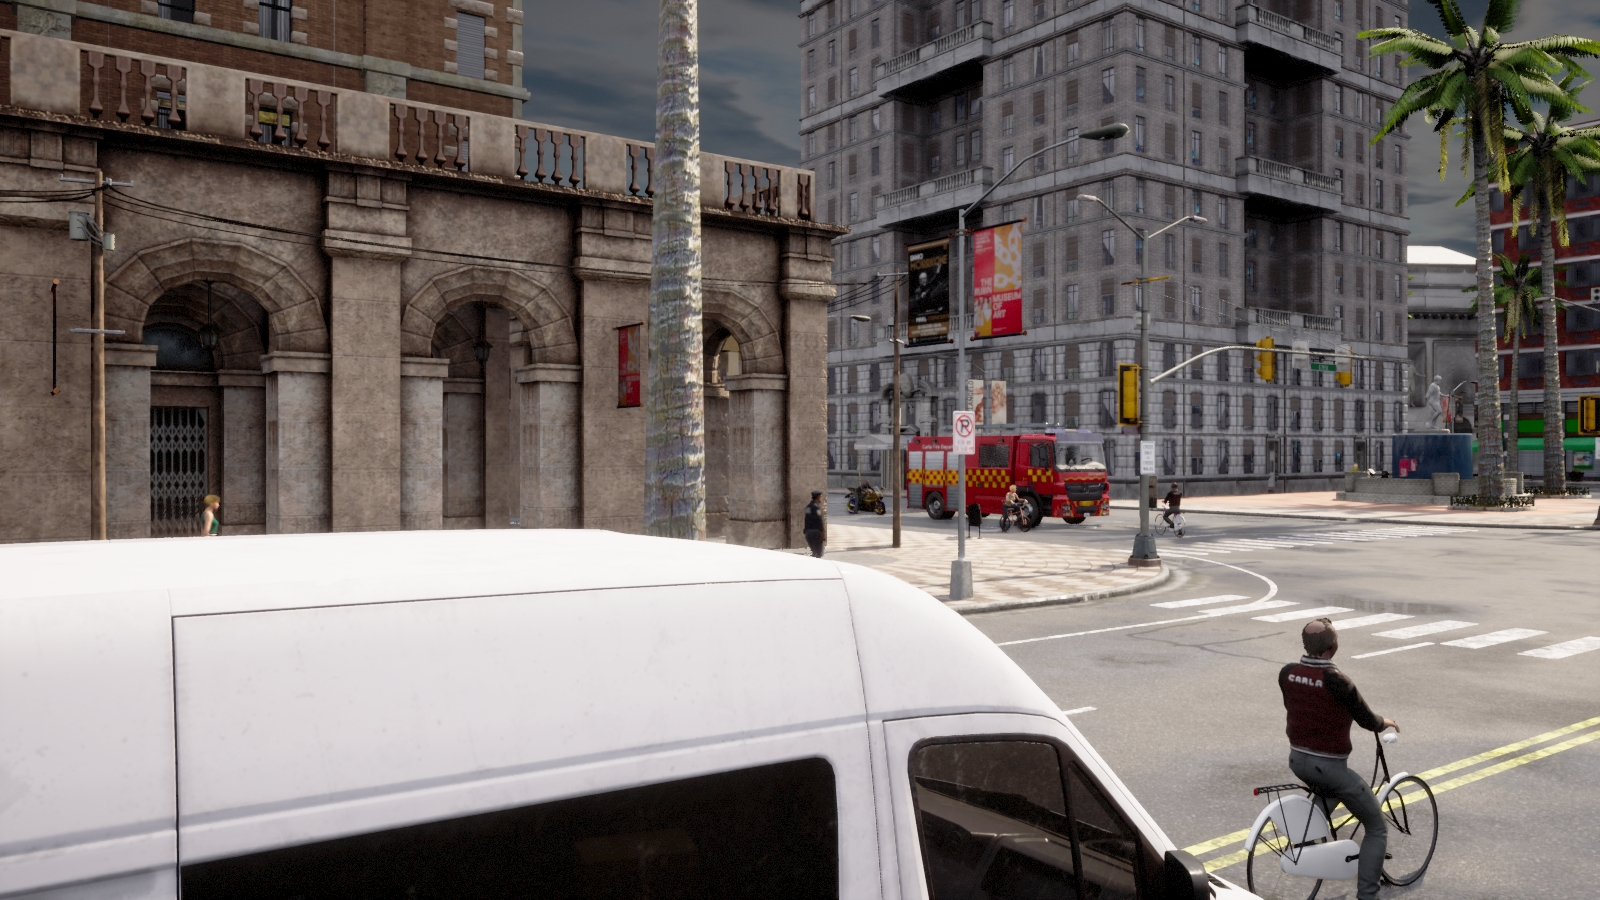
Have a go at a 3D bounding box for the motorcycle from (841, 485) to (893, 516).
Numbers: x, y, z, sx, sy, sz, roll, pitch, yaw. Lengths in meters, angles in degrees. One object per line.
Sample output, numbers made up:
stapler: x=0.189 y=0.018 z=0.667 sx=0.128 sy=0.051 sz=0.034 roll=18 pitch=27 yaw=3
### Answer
motorcycle: x=2.904 y=2.205 z=49.916 sx=2.209 sy=1.251 sz=0.867 roll=0 pitch=0 yaw=42

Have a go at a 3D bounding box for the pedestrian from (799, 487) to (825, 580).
pedestrian: x=0.242 y=1.696 z=23.358 sx=0.375 sy=1.860 sz=0.375 roll=0 pitch=0 yaw=-34

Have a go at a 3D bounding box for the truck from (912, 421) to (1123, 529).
truck: x=8.260 y=0.891 z=44.593 sx=2.891 sy=3.827 sz=8.468 roll=0 pitch=0 yaw=-35

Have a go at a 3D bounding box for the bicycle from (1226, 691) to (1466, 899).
bicycle: x=3.417 y=2.210 z=7.085 sx=1.835 sy=1.171 sz=0.329 roll=0 pitch=0 yaw=-29

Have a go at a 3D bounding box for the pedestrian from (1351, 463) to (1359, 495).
pedestrian: x=32.682 y=1.696 z=67.302 sx=0.375 sy=1.860 sz=0.375 roll=0 pitch=0 yaw=38

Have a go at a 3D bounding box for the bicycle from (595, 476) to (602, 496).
bicycle: x=-12.584 y=2.210 z=71.188 sx=0.329 sy=1.171 sz=1.835 roll=0 pitch=0 yaw=-13

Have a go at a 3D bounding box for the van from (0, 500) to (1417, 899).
van: x=-0.760 y=1.534 z=3.254 sx=5.915 sy=2.561 sz=1.988 roll=0 pitch=0 yaw=-35

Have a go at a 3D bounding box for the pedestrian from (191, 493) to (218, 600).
pedestrian: x=-10.599 y=1.698 z=20.321 sx=0.375 sy=1.860 sz=0.375 roll=0 pitch=0 yaw=-35
